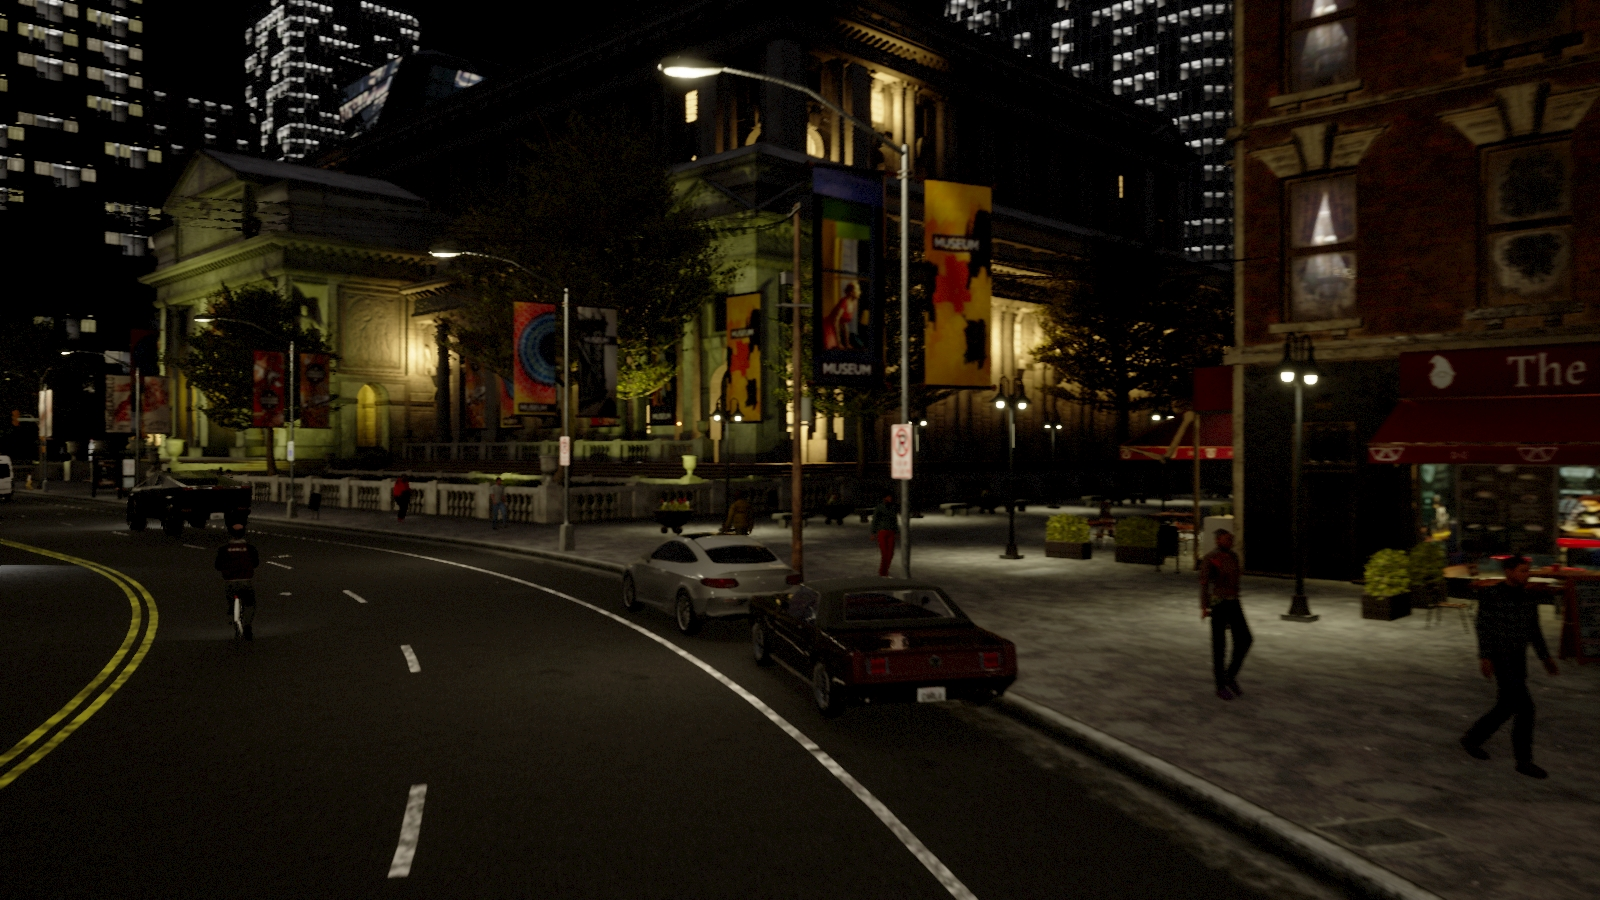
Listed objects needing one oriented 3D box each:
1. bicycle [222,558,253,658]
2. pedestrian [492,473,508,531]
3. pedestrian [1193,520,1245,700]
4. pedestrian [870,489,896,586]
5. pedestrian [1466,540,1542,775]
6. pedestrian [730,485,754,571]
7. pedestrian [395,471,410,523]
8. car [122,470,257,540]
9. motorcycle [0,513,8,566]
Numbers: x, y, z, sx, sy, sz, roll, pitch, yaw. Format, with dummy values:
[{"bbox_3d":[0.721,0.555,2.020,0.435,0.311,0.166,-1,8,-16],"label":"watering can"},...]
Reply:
[{"bbox_3d":[-8.023,2.215,16.314,0.329,1.171,1.835,0,0,-24],"label":"bicycle"},{"bbox_3d":[-9.854,1.702,37.497,0.375,1.860,0.375,0,0,-41],"label":"pedestrian"},{"bbox_3d":[4.475,1.695,12.204,0.375,1.860,0.375,0,0,-15],"label":"pedestrian"},{"bbox_3d":[1.626,1.694,22.324,0.375,1.860,0.375,0,0,-26],"label":"pedestrian"},{"bbox_3d":[5.829,1.694,9.466,0.375,1.860,0.375,0,0,-17],"label":"pedestrian"},{"bbox_3d":[-1.262,1.697,24.982,0.375,1.860,0.375,0,0,-40],"label":"pedestrian"},{"bbox_3d":[-14.350,1.705,41.257,0.375,1.860,0.375,0,0,33],"label":"pedestrian"},{"bbox_3d":[-20.860,1.766,38.884,2.390,2.098,6.274,0,0,-44],"label":"car"},{"bbox_3d":[-20.609,2.218,28.694,0.867,1.251,2.209,0,0,-43],"label":"motorcycle"}]
